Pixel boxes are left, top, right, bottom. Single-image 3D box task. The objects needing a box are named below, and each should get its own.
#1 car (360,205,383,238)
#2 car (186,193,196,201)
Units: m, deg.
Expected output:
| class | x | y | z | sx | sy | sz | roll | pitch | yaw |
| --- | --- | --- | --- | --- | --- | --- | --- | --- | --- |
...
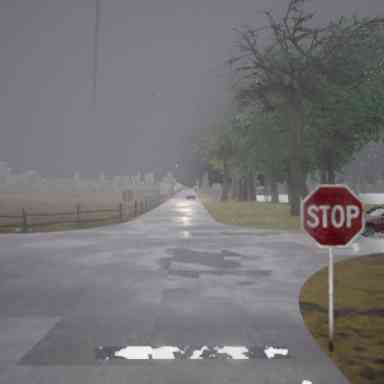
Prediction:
| class | x | y | z | sx | sy | sz | roll | pitch | yaw |
| --- | --- | --- | --- | --- | --- | --- | --- | --- | --- |
| car | 9.557 | 1.378 | 16.290 | 4.674 | 1.442 | 1.812 | -1 | -1 | -4 |
| car | -0.260 | 1.040 | 71.240 | 1.837 | 1.490 | 4.892 | 0 | 1 | 0 |
